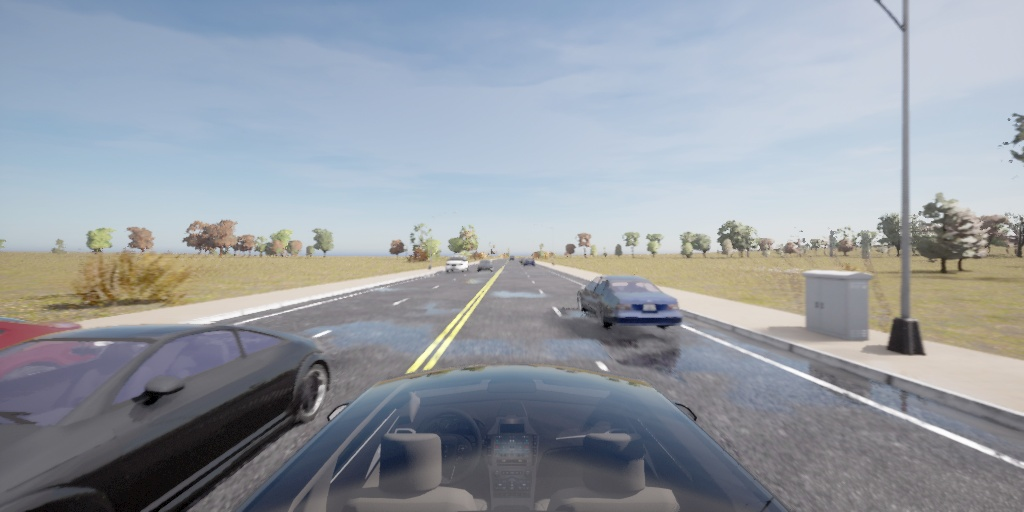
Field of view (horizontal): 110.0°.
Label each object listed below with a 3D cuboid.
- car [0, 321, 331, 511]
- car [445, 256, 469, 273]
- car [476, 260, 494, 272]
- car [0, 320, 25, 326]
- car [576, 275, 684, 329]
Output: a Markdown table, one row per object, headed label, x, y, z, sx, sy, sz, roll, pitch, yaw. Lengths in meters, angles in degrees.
| label | x | y | z | sx | sy | sz | roll | pitch | yaw |
| --- | --- | --- | --- | --- | --- | --- | --- | --- | --- |
| car | -3.348 | 1.314 | 2.958 | 1.994 | 1.385 | 4.181 | 0 | 0 | 0 |
| car | -6.564 | 0.968 | 43.202 | 2.150 | 2.045 | 5.566 | 0 | 0 | 0 |
| car | -3.312 | 1.252 | 44.675 | 1.837 | 1.490 | 4.892 | 0 | 0 | 0 |
| car | -6.598 | 1.276 | 2.985 | 1.812 | 1.442 | 4.674 | 0 | 0 | 0 |
| car | 3.354 | 1.297 | 11.266 | 2.033 | 1.411 | 5.357 | 0 | 0 | 0 |
